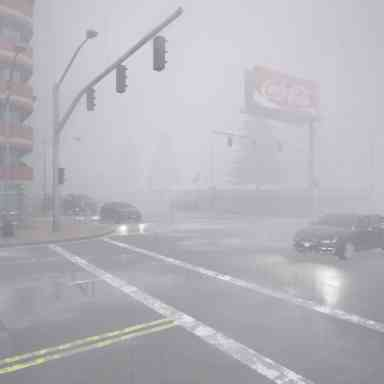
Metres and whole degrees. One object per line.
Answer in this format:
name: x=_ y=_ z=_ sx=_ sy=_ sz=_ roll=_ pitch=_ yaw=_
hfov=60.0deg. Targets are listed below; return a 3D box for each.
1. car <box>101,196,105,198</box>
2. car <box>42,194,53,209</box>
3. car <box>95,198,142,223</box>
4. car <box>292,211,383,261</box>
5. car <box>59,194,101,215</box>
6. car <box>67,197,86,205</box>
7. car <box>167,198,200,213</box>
car: x=-16.622 y=1.477 z=59.459 sx=1.882 sy=1.535 sz=5.008 roll=0 pitch=0 yaw=-36
car: x=-17.768 y=1.221 z=42.758 sx=2.150 sy=2.045 sz=5.566 roll=0 pitch=0 yaw=-35
car: x=-5.616 y=1.505 z=25.848 sx=1.837 sy=1.490 sz=4.892 roll=0 pitch=0 yaw=-36
car: x=5.771 y=1.505 z=12.392 sx=4.892 sy=1.490 sz=1.837 roll=0 pitch=0 yaw=-35
car: x=-11.612 y=1.221 z=34.185 sx=2.150 sy=2.045 sz=5.566 roll=0 pitch=0 yaw=-36
car: x=-20.521 y=1.564 z=58.887 sx=1.994 sy=1.385 sz=4.181 roll=0 pitch=0 yaw=-36
car: x=-1.053 y=1.505 z=37.797 sx=1.837 sy=1.490 sz=4.892 roll=0 pitch=0 yaw=-36
